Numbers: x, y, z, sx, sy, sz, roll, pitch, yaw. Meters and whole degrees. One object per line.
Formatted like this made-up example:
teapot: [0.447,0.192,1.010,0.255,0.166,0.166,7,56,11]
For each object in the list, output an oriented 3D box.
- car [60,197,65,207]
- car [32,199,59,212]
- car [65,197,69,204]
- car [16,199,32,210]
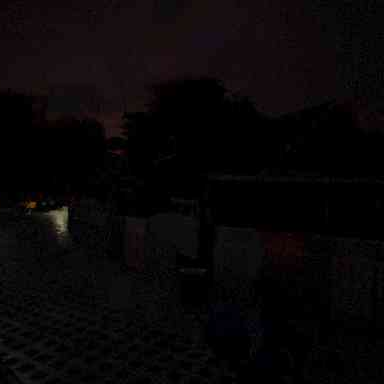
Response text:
car: [-25.749,2.041,62.741,1.837,1.490,4.892,0,-1,-16]
car: [-19.641,1.666,44.960,2.097,1.767,4.553,-2,0,-16]
car: [-29.970,1.955,77.626,2.097,1.767,4.553,0,-1,-16]
car: [-24.978,1.876,50.146,1.882,1.535,5.008,0,-1,-15]
